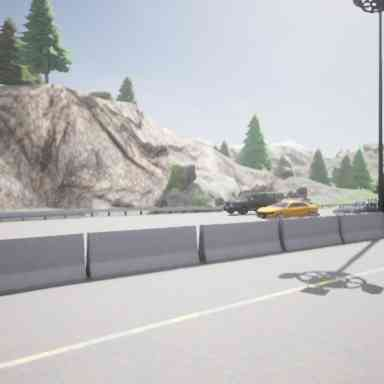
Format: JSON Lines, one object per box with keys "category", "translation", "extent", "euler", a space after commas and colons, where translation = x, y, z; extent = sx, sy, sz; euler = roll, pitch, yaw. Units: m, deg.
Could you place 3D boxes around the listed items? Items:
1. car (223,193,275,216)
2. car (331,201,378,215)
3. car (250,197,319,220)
{"category": "car", "translation": [5.676, 1.095, 31.673], "extent": [5.566, 2.045, 2.150], "euler": [0, 0, -27]}
{"category": "car", "translation": [11.803, 1.367, 22.997], "extent": [4.902, 1.511, 2.128], "euler": [0, 0, -26]}
{"category": "car", "translation": [7.071, 1.369, 24.478], "extent": [5.008, 1.535, 1.882], "euler": [0, 0, -28]}
